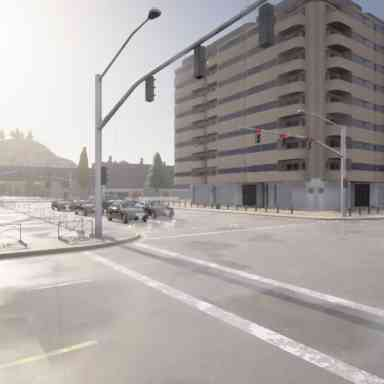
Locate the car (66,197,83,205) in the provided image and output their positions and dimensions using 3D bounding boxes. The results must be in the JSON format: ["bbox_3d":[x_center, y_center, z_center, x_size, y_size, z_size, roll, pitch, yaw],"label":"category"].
[{"bbox_3d":[-22.039,1.619,62.167,1.994,1.385,4.181,0,0,-35],"label":"car"}]

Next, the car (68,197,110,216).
[{"bbox_3d":[-10.341,1.547,33.186,2.128,1.511,4.902,0,0,-35],"label":"car"}]

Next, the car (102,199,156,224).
[{"bbox_3d":[-5.094,1.547,25.773,2.128,1.511,4.902,0,0,-35],"label":"car"}]

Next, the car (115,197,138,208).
[{"bbox_3d":[-10.194,1.581,51.493,1.812,1.442,4.674,0,0,-35],"label":"car"}]

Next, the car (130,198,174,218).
[{"bbox_3d":[-3.427,1.547,29.477,2.128,1.511,4.902,0,0,-35],"label":"car"}]

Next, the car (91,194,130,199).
[{"bbox_3d":[-9.127,1.277,37.528,2.150,2.045,5.566,0,0,-35],"label":"car"}]

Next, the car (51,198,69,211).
[{"bbox_3d":[-16.146,1.547,41.402,2.128,1.511,4.902,0,0,-35],"label":"car"}]

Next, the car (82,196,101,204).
[{"bbox_3d":[-19.630,1.533,64.823,1.882,1.535,5.008,0,0,-35],"label":"car"}]
